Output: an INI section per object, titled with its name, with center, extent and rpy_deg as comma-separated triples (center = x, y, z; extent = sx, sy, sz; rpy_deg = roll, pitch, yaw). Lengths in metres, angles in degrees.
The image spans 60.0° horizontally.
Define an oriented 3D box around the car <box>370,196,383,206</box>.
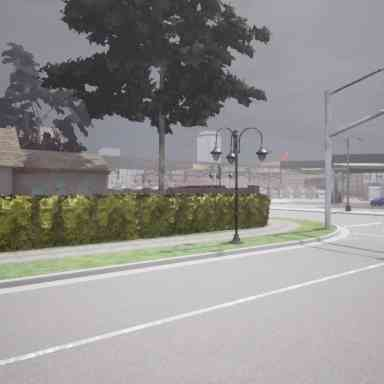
[car]
center = 28.512, 1.295, 48.482
extent = 2.242, 1.667, 4.611
rpy_deg = 0, 0, -35
